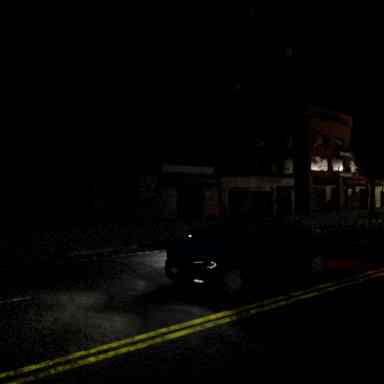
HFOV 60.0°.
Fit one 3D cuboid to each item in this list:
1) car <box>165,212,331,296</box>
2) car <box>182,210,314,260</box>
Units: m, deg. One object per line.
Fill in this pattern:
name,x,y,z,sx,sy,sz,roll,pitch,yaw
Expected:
car,1.639,1.477,8.847,5.008,1.535,1.882,0,0,-35
car,2.393,1.546,13.376,5.357,1.411,2.033,0,0,-36
